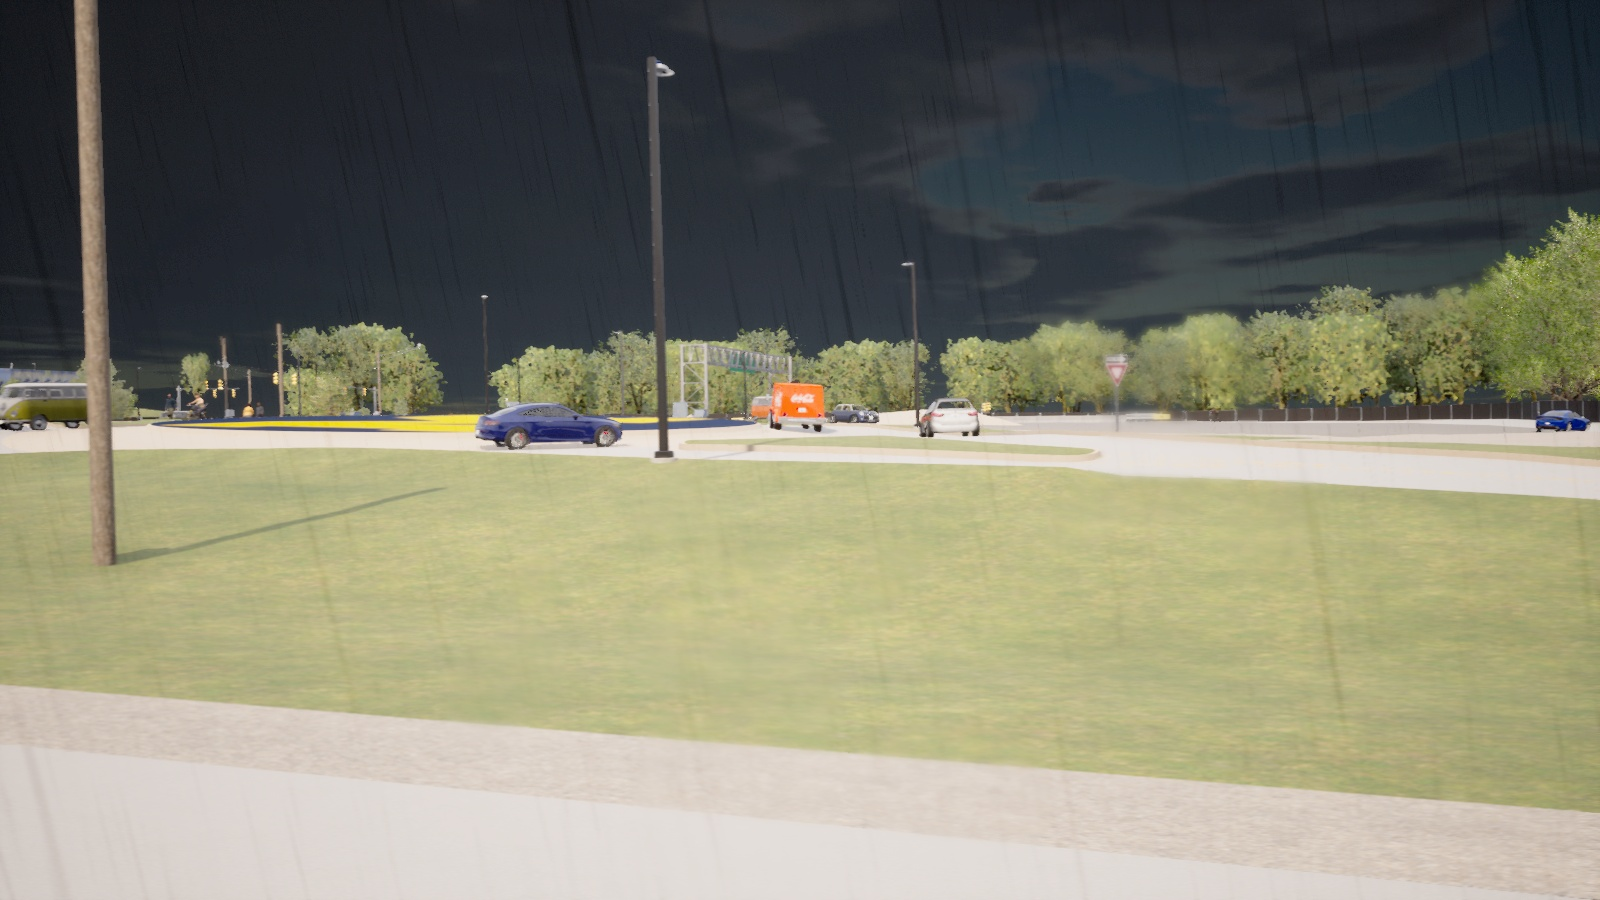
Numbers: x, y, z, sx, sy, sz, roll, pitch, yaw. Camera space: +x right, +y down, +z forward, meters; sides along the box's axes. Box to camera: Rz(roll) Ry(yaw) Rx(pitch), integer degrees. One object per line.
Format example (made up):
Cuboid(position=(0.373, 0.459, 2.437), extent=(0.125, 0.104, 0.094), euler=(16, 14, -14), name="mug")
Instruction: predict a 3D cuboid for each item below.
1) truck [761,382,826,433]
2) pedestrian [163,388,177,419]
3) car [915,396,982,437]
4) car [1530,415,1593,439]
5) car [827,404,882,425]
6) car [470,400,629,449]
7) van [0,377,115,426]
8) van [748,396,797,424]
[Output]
Cuboid(position=(-0.414, -2.324, 67.168), extent=(2.627, 2.467, 5.204), euler=(1, 3, -10), name="truck")
Cuboid(position=(-37.830, -2.810, 75.398), extent=(0.402, 1.842, 0.726), euler=(-1, 0, 0), name="pedestrian")
Cuboid(position=(6.440, -1.416, 54.951), extent=(2.242, 1.667, 4.611), euler=(-1, 1, -1), name="car")
Cuboid(position=(51.608, -1.540, 85.037), extent=(5.008, 1.535, 1.882), euler=(0, 3, -38), name="car")
Cuboid(position=(3.875, -2.534, 89.495), extent=(1.970, 1.475, 3.806), euler=(0, 2, -36), name="car")
Cuboid(position=(-8.004, -0.854, 40.238), extent=(4.674, 1.442, 1.812), euler=(-1, 5, -28), name="car")
Cuboid(position=(-31.583, -2.070, 53.036), extent=(1.775, 1.987, 4.442), euler=(0, 3, 24), name="van")
Cuboid(position=(-2.020, -2.947, 92.004), extent=(1.775, 1.987, 4.442), euler=(1, 2, -27), name="van")
